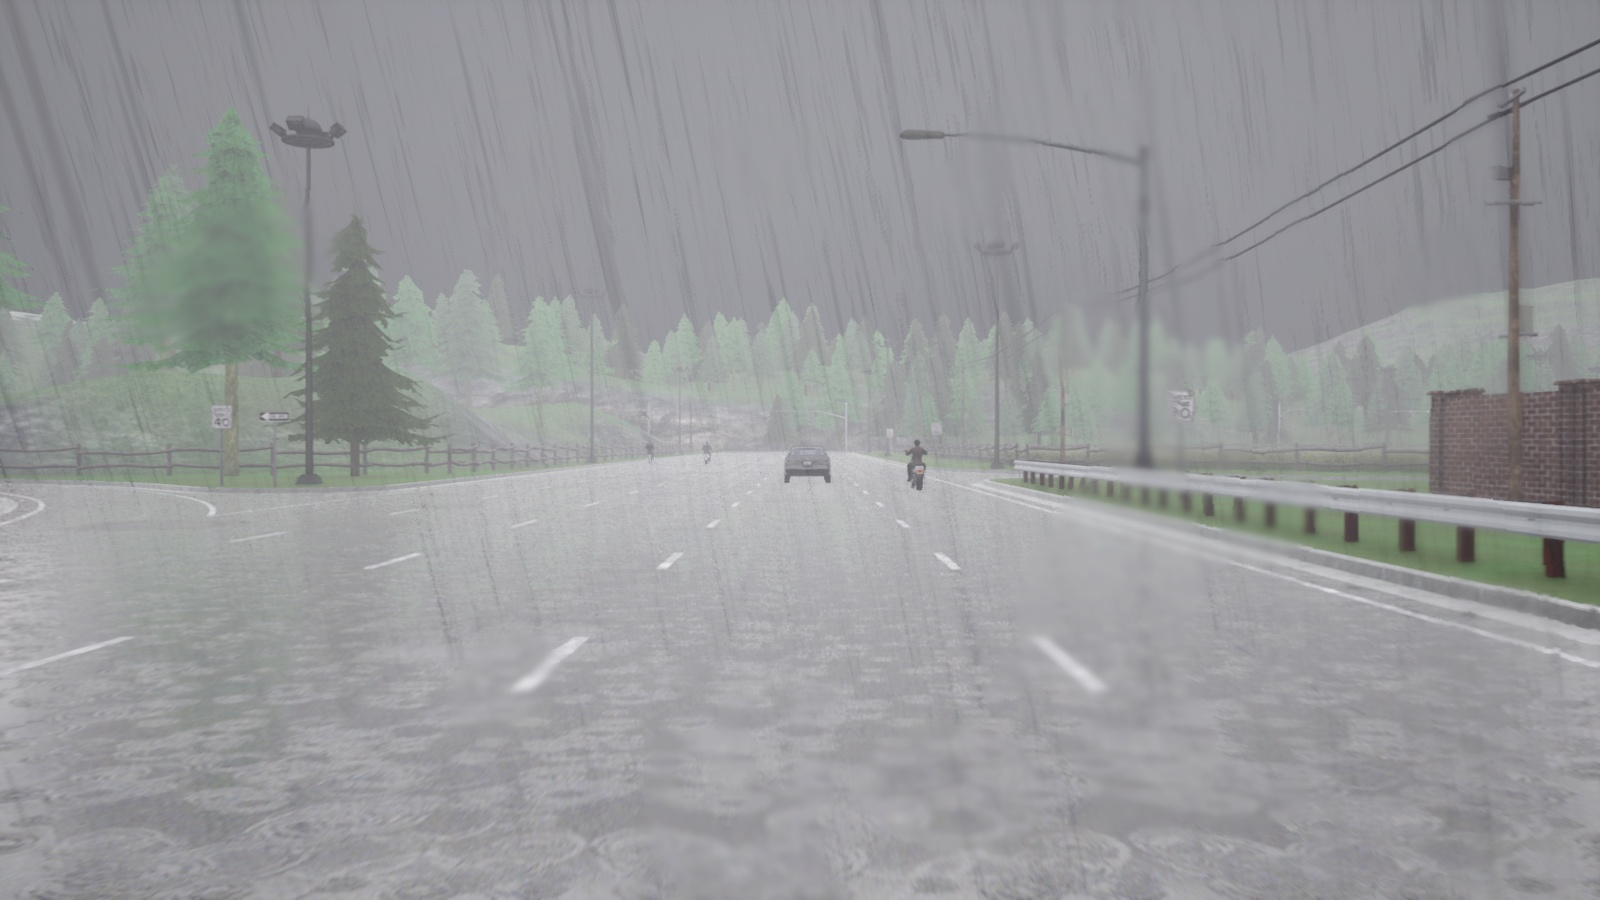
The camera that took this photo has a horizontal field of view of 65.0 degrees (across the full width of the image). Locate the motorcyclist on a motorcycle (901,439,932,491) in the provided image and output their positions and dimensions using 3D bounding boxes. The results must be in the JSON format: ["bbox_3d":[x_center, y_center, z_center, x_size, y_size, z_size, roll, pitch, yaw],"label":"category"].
[{"bbox_3d":[3.744,0.471,40.504,0.766,1.649,2.350,0,0,0],"label":"motorcyclist on a motorcycle"}]

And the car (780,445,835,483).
[{"bbox_3d":[0.294,0.515,49.488,2.033,1.411,5.357,0,0,0],"label":"car"}]
